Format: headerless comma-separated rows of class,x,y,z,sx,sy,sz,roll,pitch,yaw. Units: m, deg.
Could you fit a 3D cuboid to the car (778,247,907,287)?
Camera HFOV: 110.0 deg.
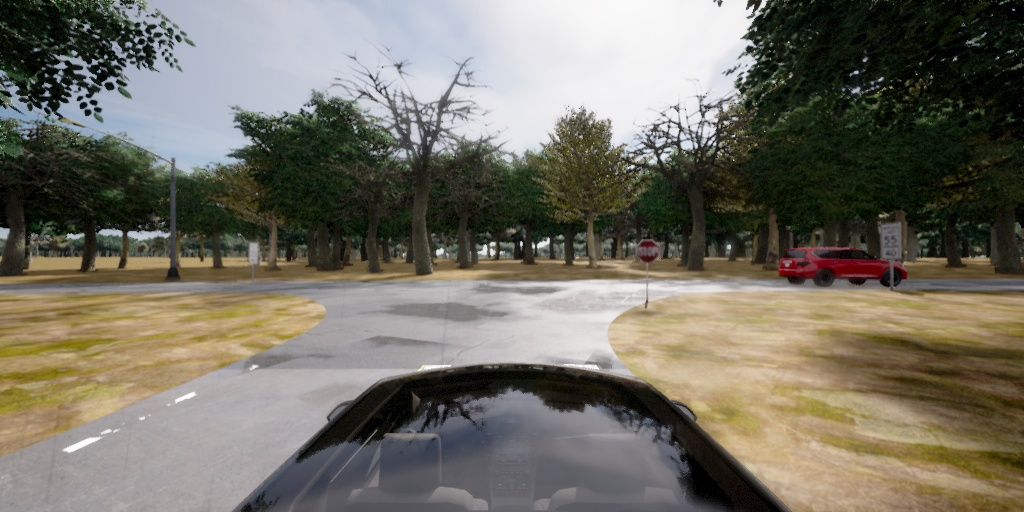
car,17.533,0.569,19.247,5.566,2.045,2.150,0,-1,2
